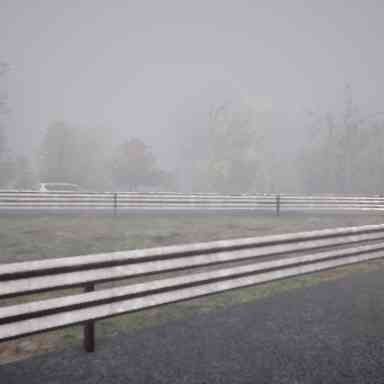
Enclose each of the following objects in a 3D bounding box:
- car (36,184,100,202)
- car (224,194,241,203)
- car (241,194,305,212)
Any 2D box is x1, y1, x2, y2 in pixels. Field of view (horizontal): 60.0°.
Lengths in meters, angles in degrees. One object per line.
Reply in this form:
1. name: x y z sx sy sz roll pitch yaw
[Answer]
1. car: -11.320 0.270 30.628 5.566 2.045 2.150 1 0 -11
2. car: 6.055 0.879 30.540 5.357 1.411 2.033 1 0 -12
3. car: 6.779 0.945 27.115 4.718 1.301 1.895 1 0 -11
